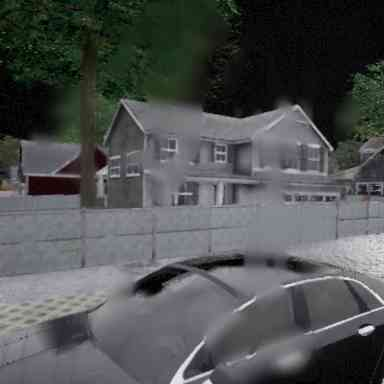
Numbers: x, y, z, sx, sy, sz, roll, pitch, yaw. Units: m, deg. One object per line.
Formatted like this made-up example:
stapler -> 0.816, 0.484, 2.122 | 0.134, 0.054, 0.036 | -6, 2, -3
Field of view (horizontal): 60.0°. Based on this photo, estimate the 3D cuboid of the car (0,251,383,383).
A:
car -> 0.332, 1.447, 3.267 | 4.892, 1.490, 1.837 | 1, 1, -31
